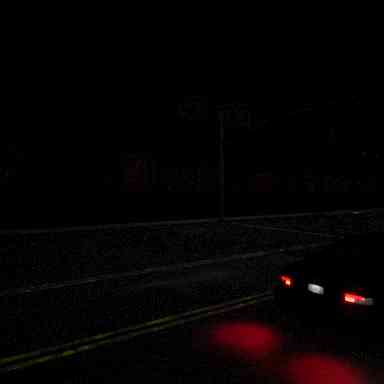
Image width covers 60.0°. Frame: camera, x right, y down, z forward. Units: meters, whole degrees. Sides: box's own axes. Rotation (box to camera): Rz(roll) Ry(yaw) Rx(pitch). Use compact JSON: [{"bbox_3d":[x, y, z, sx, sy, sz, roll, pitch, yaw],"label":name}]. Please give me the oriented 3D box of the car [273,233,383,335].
[{"bbox_3d":[3.967,1.547,6.600,5.357,1.411,2.033,0,0,-35],"label":"car"}]
